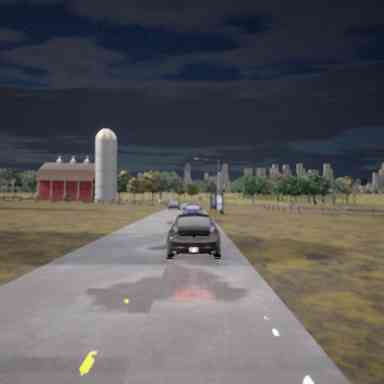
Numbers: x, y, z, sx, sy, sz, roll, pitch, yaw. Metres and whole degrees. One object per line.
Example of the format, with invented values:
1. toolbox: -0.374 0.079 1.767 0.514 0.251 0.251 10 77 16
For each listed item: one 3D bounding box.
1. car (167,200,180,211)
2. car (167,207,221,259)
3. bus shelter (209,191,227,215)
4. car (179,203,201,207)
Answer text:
1. car: -2.811 2.106 52.540 1.882 1.535 5.008 0 -1 0
2. car: 0.072 1.577 12.970 1.837 1.490 4.892 0 0 0
3. bus shelter: 3.129 1.284 40.539 1.920 2.740 3.880 0 -1 0
4. car: 0.077 1.762 28.983 1.812 1.442 4.674 0 -1 0
